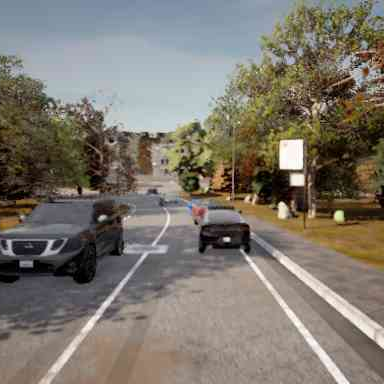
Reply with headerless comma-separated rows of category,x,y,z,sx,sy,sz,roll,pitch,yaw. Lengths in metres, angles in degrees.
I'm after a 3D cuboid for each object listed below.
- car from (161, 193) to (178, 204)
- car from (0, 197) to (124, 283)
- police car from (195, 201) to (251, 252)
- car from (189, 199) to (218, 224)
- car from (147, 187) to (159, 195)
car,-3.378,0.862,49.325,1.812,1.442,4.674,-1,3,-14
car,-3.520,1.179,9.872,2.150,2.045,5.566,0,0,0
police car,1.188,1.377,13.746,1.930,1.638,5.238,0,0,1
car,1.102,1.256,23.763,2.097,1.767,4.553,0,0,-2
car,-7.603,-0.286,64.466,1.837,1.490,4.892,0,5,-2
